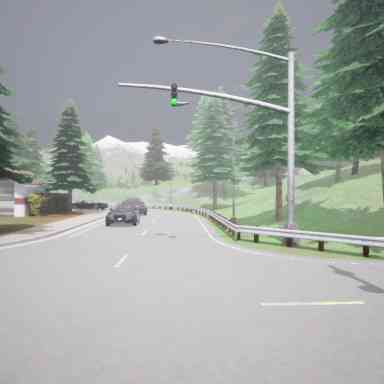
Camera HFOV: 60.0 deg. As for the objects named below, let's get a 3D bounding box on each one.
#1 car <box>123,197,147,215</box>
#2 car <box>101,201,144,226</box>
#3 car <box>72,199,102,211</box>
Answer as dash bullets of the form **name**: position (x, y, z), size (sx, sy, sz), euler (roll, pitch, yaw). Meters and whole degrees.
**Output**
- **car**: position (-5.854, 1.322, 32.937), size (2.097, 1.767, 4.553), euler (0, 0, -21)
- **car**: position (-4.731, 1.542, 23.176), size (1.994, 1.385, 4.181), euler (0, 0, -4)
- **car**: position (-12.654, 1.567, 40.478), size (4.718, 1.301, 1.895), euler (0, 0, 12)
